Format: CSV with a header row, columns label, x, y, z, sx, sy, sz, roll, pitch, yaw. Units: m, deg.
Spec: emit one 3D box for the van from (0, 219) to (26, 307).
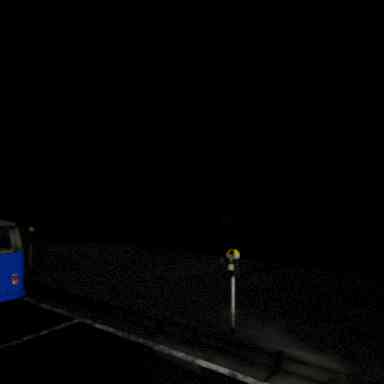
label,x,y,z,sx,sy,sz,roll,pitch,yaw
van,-5.046,1.372,6.749,3.998,1.788,1.690,0,0,36
